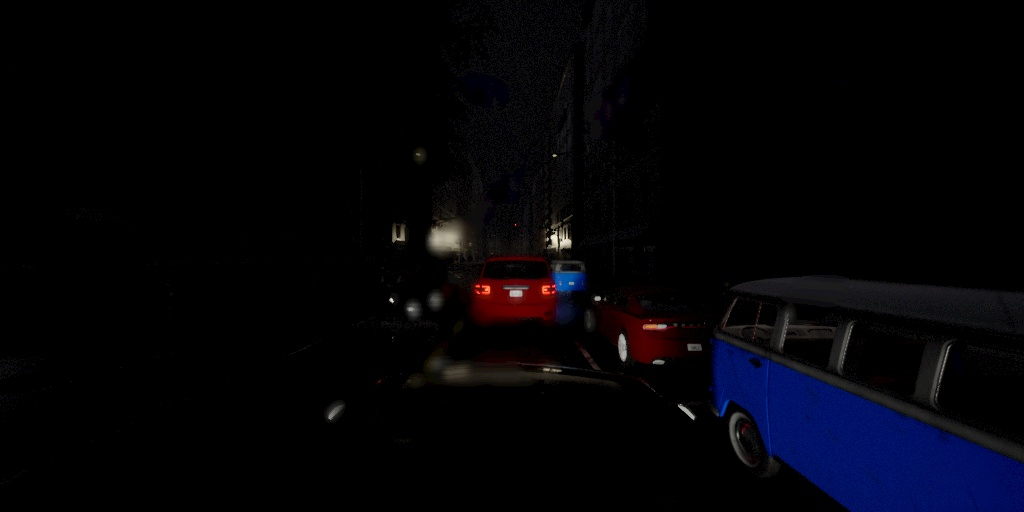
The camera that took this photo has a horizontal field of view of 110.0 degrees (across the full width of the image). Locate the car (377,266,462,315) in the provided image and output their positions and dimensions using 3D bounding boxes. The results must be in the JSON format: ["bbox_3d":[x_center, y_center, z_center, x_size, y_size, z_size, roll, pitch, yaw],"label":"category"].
[{"bbox_3d":[-3.083,1.294,13.787,2.033,1.411,5.357,0,0,0],"label":"car"}]

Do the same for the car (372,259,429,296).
[{"bbox_3d":[-5.649,1.059,19.131,2.192,1.841,5.009,0,0,0],"label":"car"}]

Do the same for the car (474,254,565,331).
[{"bbox_3d":[0.111,0.970,11.061,2.150,2.045,5.566,0,0,0],"label":"car"}]

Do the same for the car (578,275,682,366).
[{"bbox_3d":[2.863,1.294,7.840,1.888,1.381,4.507,0,0,0],"label":"car"}]

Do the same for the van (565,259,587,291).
[{"bbox_3d":[2.876,1.085,19.161,1.690,1.789,3.998,0,0,0],"label":"van"}]

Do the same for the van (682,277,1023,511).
[{"bbox_3d":[2.856,1.091,2.179,1.690,1.789,3.998,0,0,0],"label":"van"}]
